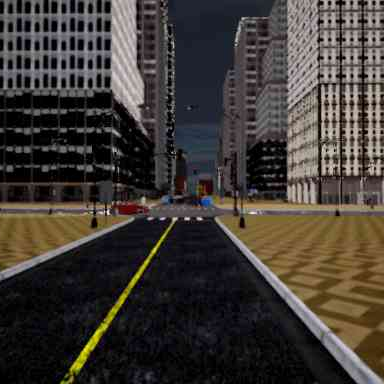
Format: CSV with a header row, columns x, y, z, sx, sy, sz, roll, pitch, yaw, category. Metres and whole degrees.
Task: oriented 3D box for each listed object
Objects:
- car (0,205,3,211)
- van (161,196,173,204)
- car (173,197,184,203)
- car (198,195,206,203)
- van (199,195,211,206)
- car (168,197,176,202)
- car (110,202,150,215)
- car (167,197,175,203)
x,y,z,sx,sy,sz,roll,pitch,yaw,category
-22.891,1.618,35.307,4.718,1.301,1.895,1,-1,-1,car
-5.762,1.779,72.855,1.690,1.788,3.998,0,0,0,van
-3.036,2.052,83.320,1.994,1.385,4.181,0,0,0,car
2.682,1.849,89.441,2.192,1.841,5.009,0,0,0,car
2.690,1.712,61.749,1.690,1.788,3.998,0,0,0,van
-5.678,2.119,95.010,2.008,1.369,4.403,0,0,0,car
-6.629,1.730,35.647,4.181,1.385,1.994,1,-1,-1,car
-5.699,2.101,89.471,1.947,1.339,4.313,0,0,0,car
